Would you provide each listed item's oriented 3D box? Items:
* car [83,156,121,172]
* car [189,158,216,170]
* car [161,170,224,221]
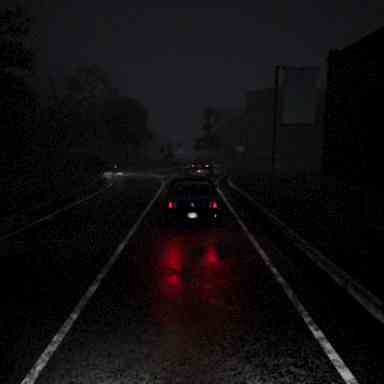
[{"bbox_3d":[-9.141,-2.882,33.608,4.902,1.511,2.128,7,12,43],"label":"car"},{"bbox_3d":[0.909,-2.128,28.423,2.128,1.511,4.902,1,7,8],"label":"car"},{"bbox_3d":[0.002,0.120,12.042,1.895,1.301,4.718,0,7,0],"label":"car"}]
